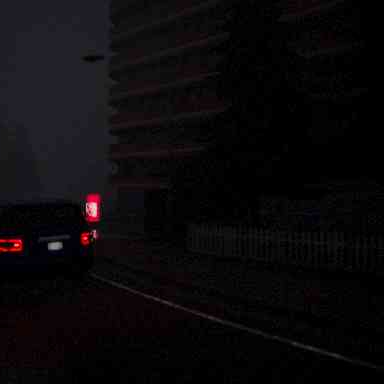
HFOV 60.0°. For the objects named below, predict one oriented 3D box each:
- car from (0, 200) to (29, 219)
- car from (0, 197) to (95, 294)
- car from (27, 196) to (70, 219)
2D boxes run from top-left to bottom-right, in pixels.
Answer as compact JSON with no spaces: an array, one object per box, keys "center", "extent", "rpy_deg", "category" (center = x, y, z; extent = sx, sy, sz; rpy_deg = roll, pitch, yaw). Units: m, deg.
[{"center":[-15.837,1.459,28.488],"extent":[1.994,1.385,4.181],"rpy_deg":[0,0,-5],"category":"car"},{"center":[-4.601,1.192,8.899],"extent":[2.150,2.045,5.566],"rpy_deg":[0,0,-41],"category":"car"},{"center":[-12.364,1.267,29.013],"extent":[2.097,1.767,4.553],"rpy_deg":[0,0,-5],"category":"car"}]
